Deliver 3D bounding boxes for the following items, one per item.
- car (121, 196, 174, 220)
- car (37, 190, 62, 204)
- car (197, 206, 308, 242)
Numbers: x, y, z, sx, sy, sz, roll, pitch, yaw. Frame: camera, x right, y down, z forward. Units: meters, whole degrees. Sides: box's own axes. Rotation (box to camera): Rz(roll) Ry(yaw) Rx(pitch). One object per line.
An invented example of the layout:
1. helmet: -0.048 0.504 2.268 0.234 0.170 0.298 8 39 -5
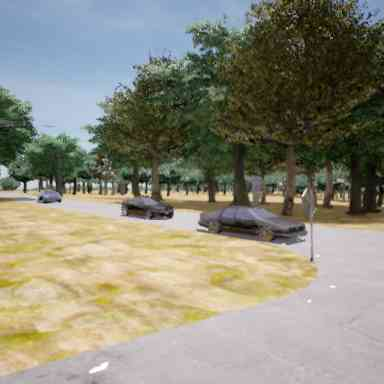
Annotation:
1. car: -3.291 1.070 24.015 1.882 1.535 5.008 -1 2 -41
2. car: -18.231 0.505 42.527 2.097 1.767 4.553 -1 1 -37
3. car: 2.596 1.370 15.670 2.033 1.411 5.357 -1 2 -43
